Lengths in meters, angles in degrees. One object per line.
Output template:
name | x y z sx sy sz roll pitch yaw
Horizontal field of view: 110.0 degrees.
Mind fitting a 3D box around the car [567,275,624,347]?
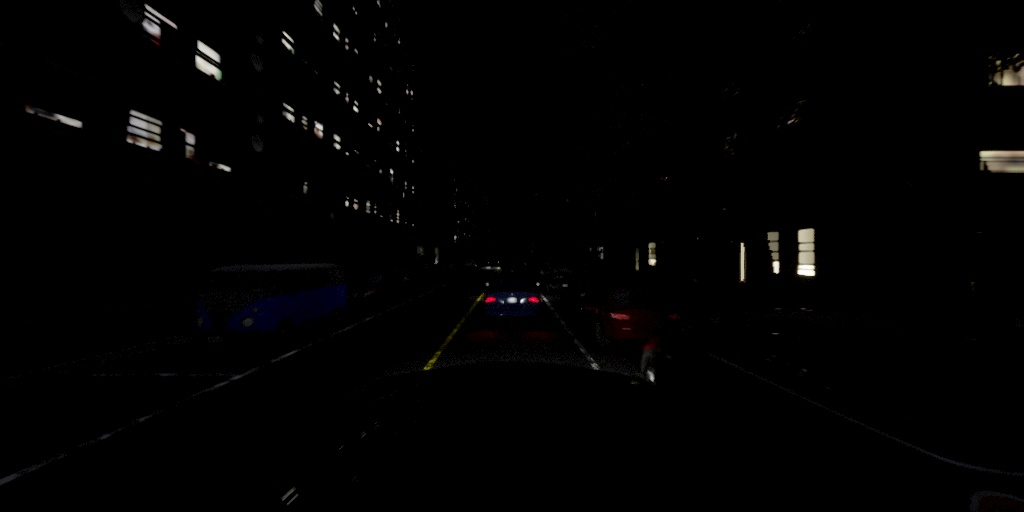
car | 2.690 1.313 8.975 1.802 1.307 4.207 0 0 0

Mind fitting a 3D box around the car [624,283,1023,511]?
car | 2.690 1.186 3.277 1.967 1.591 4.097 0 0 0

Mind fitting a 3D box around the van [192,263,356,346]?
van | -5.691 1.072 8.975 1.690 1.789 3.998 0 0 0

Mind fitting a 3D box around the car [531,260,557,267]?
car | 2.689 1.135 26.064 1.967 1.591 4.097 0 0 0

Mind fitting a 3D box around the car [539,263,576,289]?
car | 2.689 1.256 20.368 2.007 1.370 4.403 0 0 0

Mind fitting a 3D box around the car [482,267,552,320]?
car | 0.019 1.270 12.471 2.033 1.411 5.357 0 0 0

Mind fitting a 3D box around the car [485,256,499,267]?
car | -3.052 1.000 60.464 2.097 1.767 4.553 0 0 1

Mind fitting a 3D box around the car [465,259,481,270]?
car | -5.695 1.186 48.683 1.751 1.417 4.829 0 0 0

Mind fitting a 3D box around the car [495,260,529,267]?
car | 0.018 1.240 27.496 2.033 1.411 5.357 0 0 0

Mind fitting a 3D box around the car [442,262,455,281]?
car | -5.692 1.261 26.066 1.948 1.339 4.313 0 0 0

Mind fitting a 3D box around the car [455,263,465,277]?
car | -5.693 1.236 31.762 2.007 1.370 4.403 0 0 0

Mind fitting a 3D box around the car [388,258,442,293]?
car | -5.692 1.020 20.369 2.192 1.841 5.009 0 0 0

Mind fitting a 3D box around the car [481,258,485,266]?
car | -5.695 1.198 54.550 1.888 1.381 4.507 0 0 0

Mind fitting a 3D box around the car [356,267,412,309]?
car | -5.692 1.300 14.672 1.802 1.307 4.207 0 0 0

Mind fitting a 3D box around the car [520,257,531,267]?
car | 2.686 1.204 54.548 2.007 1.370 4.403 0 0 0
